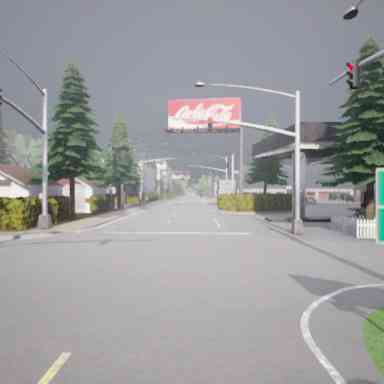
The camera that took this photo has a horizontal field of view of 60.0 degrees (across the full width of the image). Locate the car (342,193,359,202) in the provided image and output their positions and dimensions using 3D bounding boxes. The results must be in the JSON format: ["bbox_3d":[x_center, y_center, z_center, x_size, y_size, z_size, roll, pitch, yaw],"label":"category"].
[{"bbox_3d":[34.946,1.437,71.820,2.007,1.523,4.514,0,0,0],"label":"car"}]

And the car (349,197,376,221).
[{"bbox_3d":[14.383,1.486,24.973,3.866,1.878,1.905,0,0,0],"label":"car"}]

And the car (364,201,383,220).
[{"bbox_3d":[18.712,1.649,30.641,4.611,1.667,2.242,0,0,0],"label":"car"}]

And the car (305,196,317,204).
[{"bbox_3d":[22.538,1.506,64.035,1.970,1.475,3.806,0,0,0],"label":"car"}]
